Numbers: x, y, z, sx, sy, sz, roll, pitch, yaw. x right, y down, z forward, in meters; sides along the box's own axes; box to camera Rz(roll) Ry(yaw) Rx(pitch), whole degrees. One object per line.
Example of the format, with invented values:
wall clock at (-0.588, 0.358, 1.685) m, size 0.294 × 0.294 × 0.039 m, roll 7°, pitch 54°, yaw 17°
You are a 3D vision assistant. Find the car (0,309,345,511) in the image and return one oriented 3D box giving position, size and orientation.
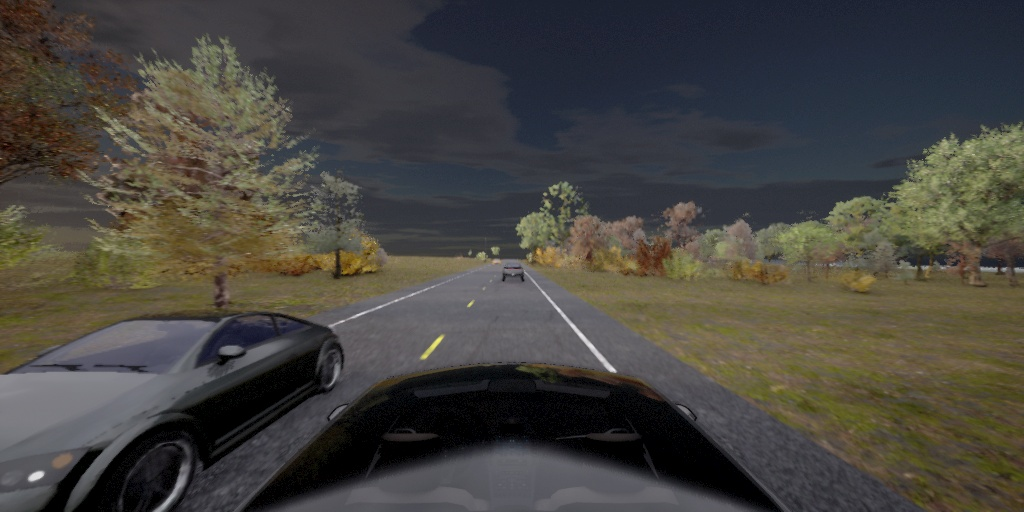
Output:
car at (-3.597, 1.319, 3.888) m, size 1.994 × 1.385 × 4.181 m, roll 0°, pitch 0°, yaw 0°

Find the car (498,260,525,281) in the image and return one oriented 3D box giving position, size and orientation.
car at (0.099, 1.307, 31.283) m, size 2.128 × 1.511 × 4.902 m, roll 0°, pitch 0°, yaw 0°
